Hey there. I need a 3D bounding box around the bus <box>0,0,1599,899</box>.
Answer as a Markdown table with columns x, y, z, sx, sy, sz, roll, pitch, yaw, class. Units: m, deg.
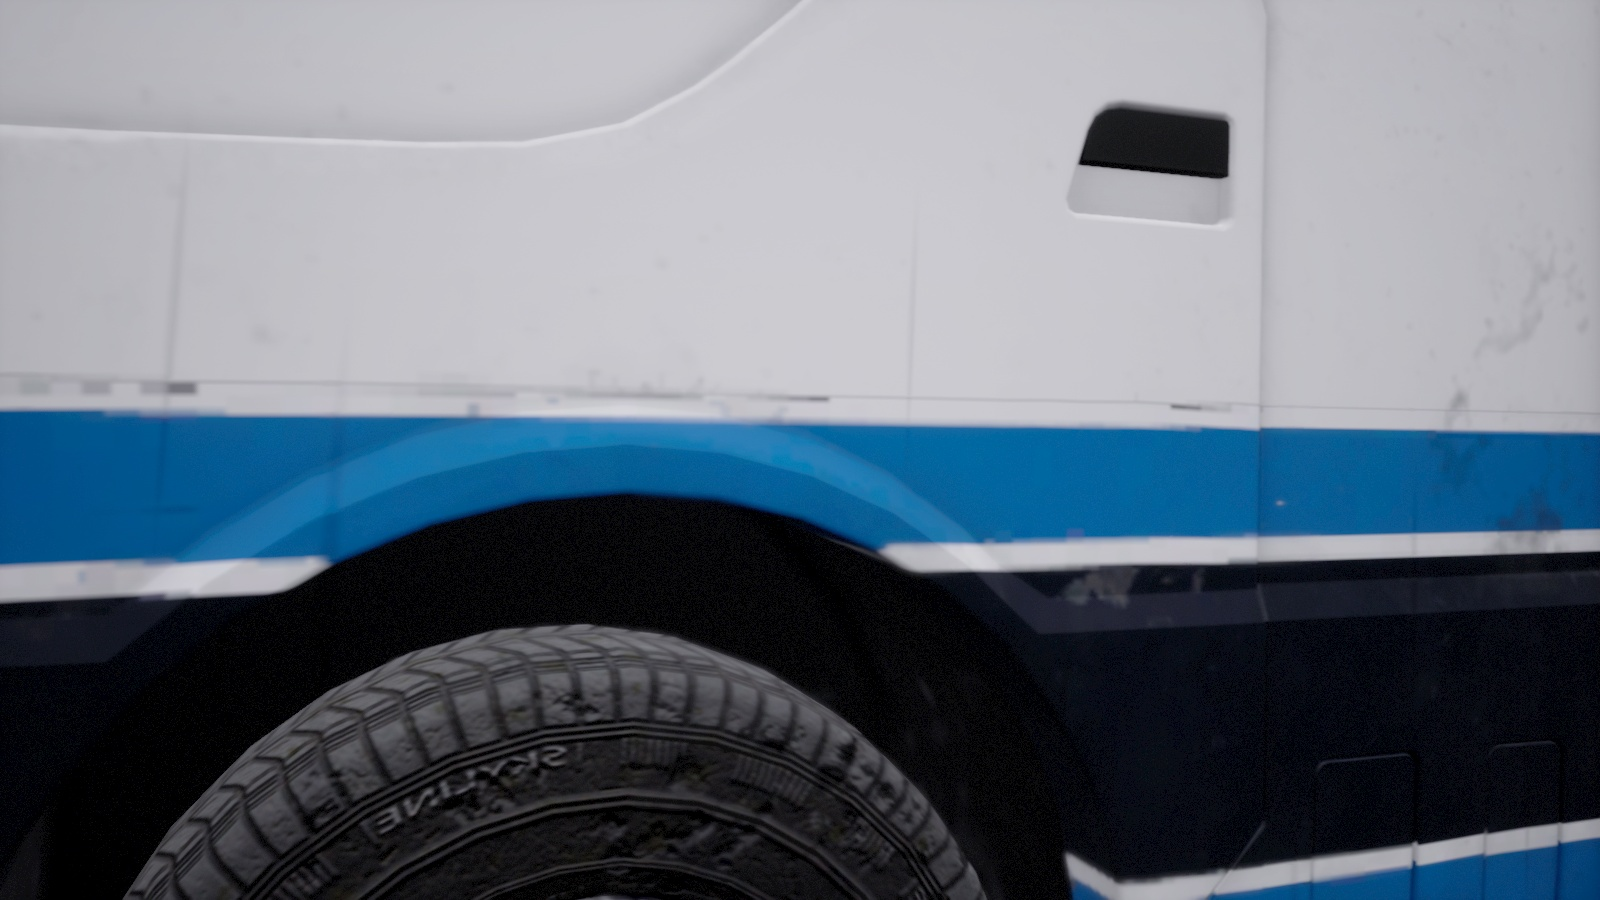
| x | y | z | sx | sy | sz | roll | pitch | yaw | class |
| --- | --- | --- | --- | --- | --- | --- | --- | --- | --- |
| 2.027 | -0.668 | 3.992 | 10.273 | 4.253 | 3.944 | -1 | 1 | -21 | bus |
